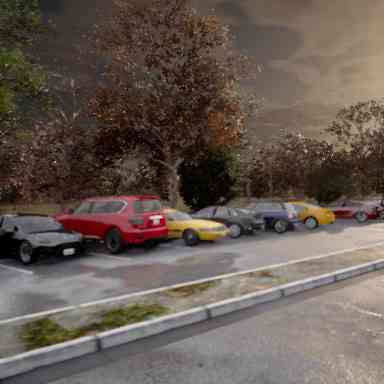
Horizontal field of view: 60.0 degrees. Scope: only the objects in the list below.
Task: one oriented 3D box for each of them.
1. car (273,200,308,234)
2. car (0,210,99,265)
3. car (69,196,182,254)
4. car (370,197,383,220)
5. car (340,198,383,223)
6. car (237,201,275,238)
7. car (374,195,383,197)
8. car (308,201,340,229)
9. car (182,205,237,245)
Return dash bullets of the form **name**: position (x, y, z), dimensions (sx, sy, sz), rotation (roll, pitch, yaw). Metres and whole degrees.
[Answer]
- **car**: position (3.766, 1.276, 18.826), dimensions (4.553, 1.767, 2.185), rotation (-1, 0, 34)
- **car**: position (-5.862, 1.520, 11.869), dimensions (4.792, 1.488, 2.163), rotation (-1, -1, 34)
- **car**: position (-3.499, 1.218, 13.629), dimensions (5.566, 2.045, 2.435), rotation (-1, 0, 34)
- **car**: position (13.259, 1.343, 25.940), dimensions (4.792, 1.488, 2.163), rotation (-1, -1, 33)
- **car**: position (10.843, 1.366, 24.171), dimensions (4.792, 1.488, 2.163), rotation (-1, 0, 33)
- **car**: position (1.350, 1.425, 17.088), dimensions (4.892, 1.521, 2.231), rotation (-1, 0, 34)
- **car**: position (15.576, 1.292, 27.757), dimensions (5.008, 1.535, 2.097), rotation (-1, 0, 32)
- **car**: position (6.135, 1.380, 20.596), dimensions (5.008, 1.535, 2.097), rotation (-1, 0, 34)
- **car**: position (-0.902, 1.440, 15.251), dimensions (5.366, 1.575, 1.946), rotation (-1, -1, 34)
